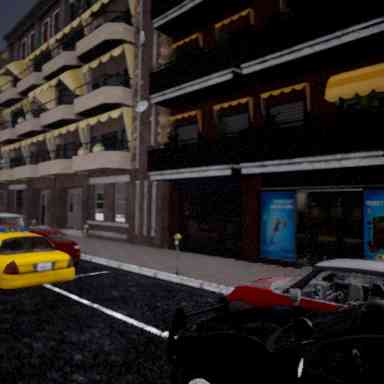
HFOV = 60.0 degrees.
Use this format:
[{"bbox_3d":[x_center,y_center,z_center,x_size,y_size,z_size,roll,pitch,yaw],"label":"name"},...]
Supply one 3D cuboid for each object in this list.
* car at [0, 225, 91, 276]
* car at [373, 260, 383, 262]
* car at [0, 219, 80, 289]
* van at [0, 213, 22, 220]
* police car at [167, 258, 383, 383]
[{"bbox_3d":[-5.742,2.049,12.543,4.206,1.307,1.802,-1,-4,44],"label":"car"},{"bbox_3d":[2.265,1.714,4.911,4.097,1.590,1.967,-1,-4,44],"label":"car"},{"bbox_3d":[-5.379,1.804,9.733,5.366,1.575,1.801,-1,-4,44],"label":"car"},{"bbox_3d":[-9.739,1.907,16.372,3.998,1.788,1.690,-1,-4,44],"label":"van"},{"bbox_3d":[1.832,1.594,2.727,1.930,1.638,5.238,4,-4,-45],"label":"police car"}]
